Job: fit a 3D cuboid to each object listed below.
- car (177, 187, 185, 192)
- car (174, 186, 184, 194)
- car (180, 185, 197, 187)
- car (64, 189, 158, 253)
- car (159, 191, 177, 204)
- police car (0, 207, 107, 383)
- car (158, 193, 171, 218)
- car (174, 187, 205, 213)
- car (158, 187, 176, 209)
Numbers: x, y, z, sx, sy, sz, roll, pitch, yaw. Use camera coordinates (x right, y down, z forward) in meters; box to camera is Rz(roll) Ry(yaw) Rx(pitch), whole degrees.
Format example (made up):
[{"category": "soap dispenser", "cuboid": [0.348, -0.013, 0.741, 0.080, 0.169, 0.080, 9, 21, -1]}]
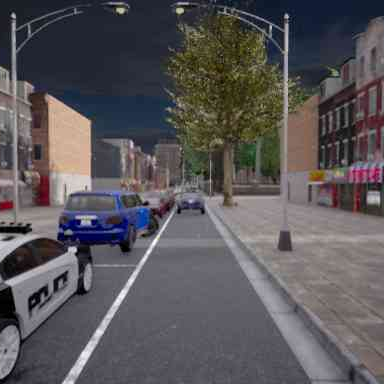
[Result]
[{"category": "car", "cuboid": [-3.134, -0.629, 93.637, 2.008, 1.369, 4.403, 0, 1, 0]}, {"category": "car", "cuboid": [-3.057, -0.502, 77.825, 2.192, 1.841, 5.009, 0, 1, 0]}, {"category": "car", "cuboid": [-0.142, 0.185, 43.959, 2.150, 2.045, 5.566, 0, 1, 0]}, {"category": "car", "cuboid": [-2.929, 0.924, 12.454, 2.150, 2.045, 5.566, 0, 1, 4]}, {"category": "car", "cuboid": [-2.844, 0.637, 40.019, 1.802, 1.307, 4.206, 0, 1, 0]}, {"category": "police car", "cuboid": [-3.036, 1.296, 5.297, 1.930, 1.638, 5.238, 0, 1, 0]}, {"category": "car", "cuboid": [-2.756, 0.993, 23.188, 1.887, 1.381, 4.507, 0, 1, 0]}, {"category": "car", "cuboid": [-0.080, 0.710, 26.956, 2.097, 1.767, 4.553, 0, 1, 0]}, {"category": "car", "cuboid": [-2.785, 0.632, 28.792, 2.192, 1.841, 5.009, 0, 1, 0]}]
